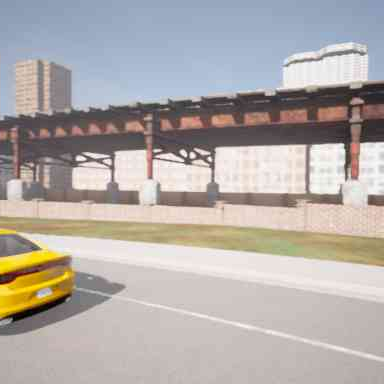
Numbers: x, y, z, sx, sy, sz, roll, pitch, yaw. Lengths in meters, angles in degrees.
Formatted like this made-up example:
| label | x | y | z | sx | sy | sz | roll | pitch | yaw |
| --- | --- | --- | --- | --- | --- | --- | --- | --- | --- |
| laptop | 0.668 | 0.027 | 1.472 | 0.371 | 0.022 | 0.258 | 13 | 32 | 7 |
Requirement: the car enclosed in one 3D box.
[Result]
| label | x | y | z | sx | sy | sz | roll | pitch | yaw |
| --- | --- | --- | --- | --- | --- | --- | --- | --- | --- |
| car | -4.532 | 1.440 | 6.451 | 5.008 | 1.535 | 1.882 | 0 | 0 | 28 |
